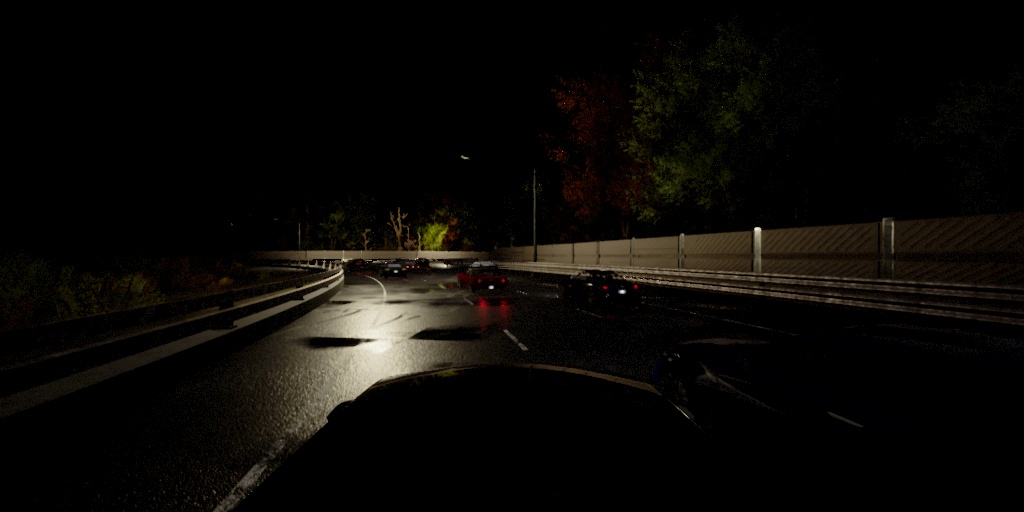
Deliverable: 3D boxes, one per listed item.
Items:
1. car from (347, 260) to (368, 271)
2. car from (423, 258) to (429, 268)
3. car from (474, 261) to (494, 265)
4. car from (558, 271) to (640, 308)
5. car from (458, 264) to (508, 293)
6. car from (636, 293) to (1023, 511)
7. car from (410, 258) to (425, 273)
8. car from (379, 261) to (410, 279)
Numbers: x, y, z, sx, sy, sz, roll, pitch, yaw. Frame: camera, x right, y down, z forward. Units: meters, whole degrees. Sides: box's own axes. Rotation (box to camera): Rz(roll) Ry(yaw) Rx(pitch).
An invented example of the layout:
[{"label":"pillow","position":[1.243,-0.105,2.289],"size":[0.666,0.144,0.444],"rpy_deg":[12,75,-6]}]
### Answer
[{"label":"car","position":[-20.654,1.217,47.913],"size":[2.128,1.511,4.902],"rpy_deg":[0,0,-37]},{"label":"car","position":[-15.075,1.071,60.539],"size":[2.097,1.767,4.553],"rpy_deg":[0,0,-15]},{"label":"car","position":[-2.595,1.225,31.701],"size":[2.128,1.511,4.902],"rpy_deg":[0,0,-24]},{"label":"car","position":[3.532,1.306,15.269],"size":[1.994,1.385,4.181],"rpy_deg":[0,0,-16]},{"label":"car","position":[-1.861,1.340,20.860],"size":[1.895,1.301,4.718],"rpy_deg":[0,0,-20]},{"label":"car","position":[3.041,1.275,2.815],"size":[1.812,1.442,4.674],"rpy_deg":[0,0,-10]},{"label":"car","position":[-12.485,1.276,42.449],"size":[2.033,1.411,5.357],"rpy_deg":[0,0,-33]},{"label":"car","position":[-10.850,1.297,32.503],"size":[1.994,1.385,4.181],"rpy_deg":[0,0,-27]}]
